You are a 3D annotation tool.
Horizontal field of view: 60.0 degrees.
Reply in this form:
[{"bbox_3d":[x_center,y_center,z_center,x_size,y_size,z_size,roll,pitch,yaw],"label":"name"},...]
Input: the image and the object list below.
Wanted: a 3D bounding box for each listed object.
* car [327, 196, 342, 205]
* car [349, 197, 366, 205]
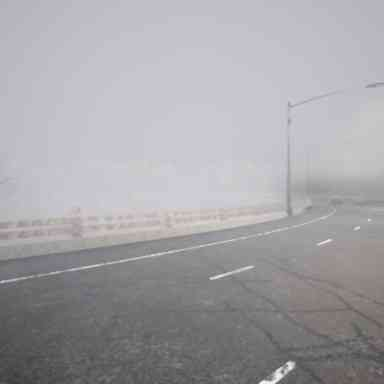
[{"bbox_3d":[25.366,1.484,59.109,1.837,1.490,4.892,0,0,13],"label":"car"},{"bbox_3d":[28.542,1.552,57.480,1.994,1.385,4.181,0,0,13],"label":"car"}]
